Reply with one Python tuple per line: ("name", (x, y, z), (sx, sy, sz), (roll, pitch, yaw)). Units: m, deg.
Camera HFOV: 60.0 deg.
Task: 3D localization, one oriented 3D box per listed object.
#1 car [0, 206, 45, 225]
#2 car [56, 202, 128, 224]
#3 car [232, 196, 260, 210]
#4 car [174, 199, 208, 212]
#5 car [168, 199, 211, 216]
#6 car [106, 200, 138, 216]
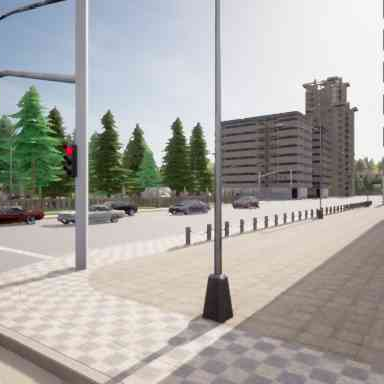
("car", (-12.588, 1.601, 22.276), (1.895, 1.301, 4.718), (0, 0, 37))
("car", (-7.162, 1.601, 23.773), (1.895, 1.301, 4.718), (0, 0, 36))
("car", (7.099, 1.352, 43.694), (2.097, 1.767, 4.553), (0, 0, 36))
("car", (-0.089, 1.563, 39.692), (1.994, 1.385, 4.181), (0, 0, 36))
("car", (-0.142, 1.547, 33.606), (2.033, 1.411, 5.357), (0, 0, 35))
("car", (-7.096, 1.478, 29.890), (1.882, 1.535, 5.008), (0, 0, 36))
